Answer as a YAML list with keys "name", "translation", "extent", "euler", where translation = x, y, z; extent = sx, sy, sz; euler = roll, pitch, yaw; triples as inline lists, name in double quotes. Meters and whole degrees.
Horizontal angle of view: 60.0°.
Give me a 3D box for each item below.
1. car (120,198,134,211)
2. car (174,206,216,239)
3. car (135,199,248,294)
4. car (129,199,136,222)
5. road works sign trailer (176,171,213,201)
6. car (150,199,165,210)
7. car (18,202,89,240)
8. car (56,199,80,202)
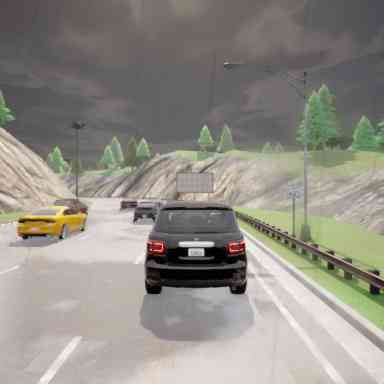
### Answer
- name: "car"
  translation: [-7.835, 1.477, 41.624]
  extent: [1.882, 1.535, 5.008]
  euler: [0, 0, -6]
- name: "car"
  translation: [0.119, 1.558, 18.116]
  extent: [1.994, 1.385, 4.181]
  euler: [0, 0, -1]
- name: "car"
  translation: [0.088, 1.221, 8.898]
  extent: [2.150, 2.045, 5.566]
  euler: [0, 0, 0]
- name: "car"
  translation: [-3.457, 1.504, 26.499]
  extent: [1.837, 1.490, 4.892]
  euler: [0, 0, -1]
- name: "road works sign trailer"
  translation: [0.188, 0.464, 21.612]
  extent: [2.380, 3.560, 2.880]
  euler: [0, 0, 0]
- name: "car"
  translation: [-4.505, 1.600, 43.230]
  extent: [1.895, 1.301, 4.718]
  euler: [0, 0, -7]
- name: "car"
  translation: [-6.920, 1.477, 17.058]
  extent: [1.882, 1.535, 5.008]
  euler: [0, 0, 0]
- name: "car"
  translation: [-10.509, 1.351, 28.759]
  extent: [2.097, 1.767, 4.553]
  euler: [0, 0, -2]
